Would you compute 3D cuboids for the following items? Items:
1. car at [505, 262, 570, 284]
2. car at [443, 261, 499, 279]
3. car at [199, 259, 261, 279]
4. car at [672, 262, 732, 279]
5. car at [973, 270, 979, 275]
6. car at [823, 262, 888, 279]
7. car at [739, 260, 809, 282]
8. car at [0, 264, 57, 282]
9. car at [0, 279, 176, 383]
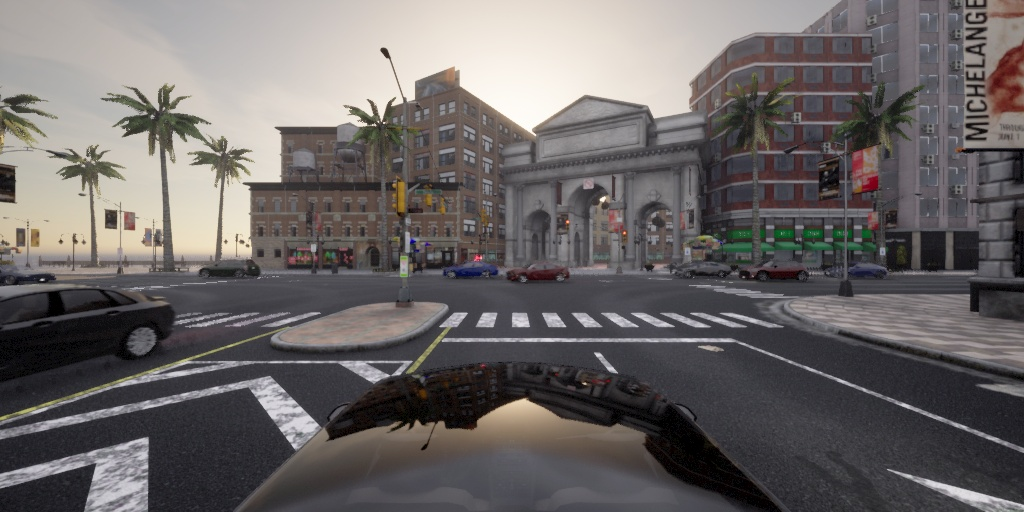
[{"bbox_3d":[1.923,1.227,27.131,5.008,1.535,1.882,0,-1,-21],"label":"car"},{"bbox_3d":[-3.664,1.227,32.290,5.008,1.535,1.882,0,0,0],"label":"car"},{"bbox_3d":[-25.519,1.102,32.454,4.553,1.767,2.097,0,0,0],"label":"car"},{"bbox_3d":[16.955,1.241,32.129,4.902,1.511,2.128,0,0,1],"label":"car"},{"bbox_3d":[39.858,1.351,28.271,4.718,1.301,1.895,0,0,3],"label":"car"},{"bbox_3d":[30.619,1.275,31.991,4.674,1.442,1.812,0,0,1],"label":"car"},{"bbox_3d":[20.752,1.102,28.593,4.553,1.767,2.097,0,0,1],"label":"car"},{"bbox_3d":[-35.828,1.297,25.337,5.357,1.411,2.033,0,0,0],"label":"car"},{"bbox_3d":[-8.071,1.254,5.562,1.837,1.490,4.892,0,0,0],"label":"car"}]
